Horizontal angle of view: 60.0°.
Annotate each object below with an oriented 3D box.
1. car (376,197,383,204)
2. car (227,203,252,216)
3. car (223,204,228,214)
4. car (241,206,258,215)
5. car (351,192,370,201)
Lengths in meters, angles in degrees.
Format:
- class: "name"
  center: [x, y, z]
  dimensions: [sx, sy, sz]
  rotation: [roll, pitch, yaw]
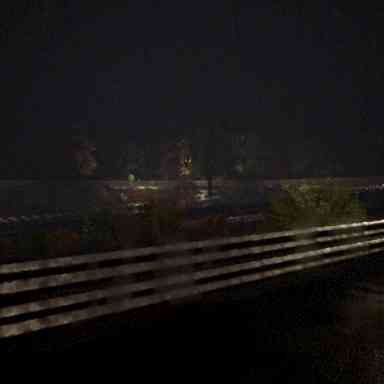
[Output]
- class: "car"
  center: [38.246, 1.559, 65.328]
  dimensions: [4.181, 1.385, 1.994]
  rotation: [-4, 3, -20]
- class: "car"
  center: [9.688, 3.234, 58.309]
  dimensions: [5.566, 2.045, 2.150]
  rotation: [-4, 3, -21]
- class: "car"
  center: [8.403, 3.160, 61.564]
  dimensions: [5.566, 2.045, 2.150]
  rotation: [-4, 3, -21]
- class: "car"
  center: [10.993, 3.610, 55.066]
  dimensions: [4.674, 1.442, 1.812]
  rotation: [-4, 3, -21]
- class: "car"
  center: [35.720, 1.073, 71.848]
  dimensions: [5.566, 2.045, 2.150]
  rotation: [-4, 3, -20]
